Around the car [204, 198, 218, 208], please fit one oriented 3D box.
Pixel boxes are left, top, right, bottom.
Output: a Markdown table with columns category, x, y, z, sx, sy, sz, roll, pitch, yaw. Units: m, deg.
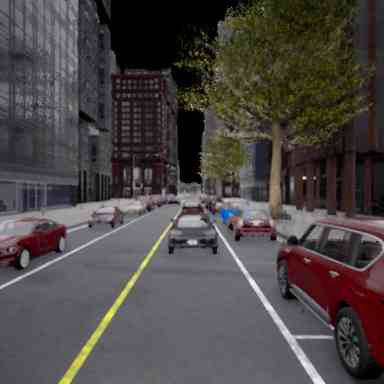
| category | x | y | z | sx | sy | sz | roll | pitch | yaw |
| --- | --- | --- | --- | --- | --- | --- | --- | --- | --- |
| car | 2.877 | 1.611 | 50.556 | 1.887 | 1.381 | 4.507 | 0 | 0 | 0 |

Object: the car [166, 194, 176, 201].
| category | x | y | z | sx | sy | sz | roll | pitch | yaw |
| --- | --- | --- | --- | --- | --- | --- | --- | --- | --- |
| car | -5.635 | 1.510 | 90.039 | 2.192 | 1.841 | 5.009 | 0 | 0 | 0 |

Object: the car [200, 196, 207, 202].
| category | x | y | z | sx | sy | sz | roll | pitch | yaw |
| --- | --- | --- | --- | --- | --- | --- | --- | --- | --- |
| car | 2.889 | 1.753 | 84.393 | 1.802 | 1.307 | 4.206 | 0 | 0 | 0 |

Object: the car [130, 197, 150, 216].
| category | x | y | z | sx | sy | sz | roll | pitch | yaw |
| --- | --- | --- | --- | --- | --- | --- | --- | --- | --- |
| car | -5.656 | 1.550 | 33.482 | 1.752 | 1.417 | 4.829 | 0 | 0 | 0 |

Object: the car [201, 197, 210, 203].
| category | x | y | z | sx | sy | sz | roll | pitch | yaw |
| --- | --- | --- | --- | --- | --- | --- | --- | --- | --- |
| car | 2.885 | 1.713 | 73.114 | 1.802 | 1.307 | 4.206 | 0 | 0 | 0 |

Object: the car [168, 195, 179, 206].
| category | x | y | z | sx | sy | sz | roll | pitch | yaw |
| --- | --- | --- | --- | --- | --- | --- | --- | --- | --- |
| car | -3.030 | 1.687 | 57.947 | 1.895 | 1.301 | 4.718 | 0 | 0 | 1 |

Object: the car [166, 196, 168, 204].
| category | x | y | z | sx | sy | sz | roll | pitch | yaw |
| --- | --- | --- | --- | --- | --- | --- | --- | --- | --- |
| car | -5.647 | 1.648 | 56.207 | 1.947 | 1.339 | 4.313 | 0 | 0 | 0 |

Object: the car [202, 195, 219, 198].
| category | x | y | z | sx | sy | sz | roll | pitch | yaw |
| --- | --- | --- | --- | --- | --- | --- | --- | --- | --- |
| car | 2.874 | 1.366 | 44.917 | 2.192 | 1.841 | 5.009 | 0 | 0 | 0 |

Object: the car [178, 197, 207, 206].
| category | x | y | z | sx | sy | sz | roll | pitch | yaw |
| --- | --- | --- | --- | --- | --- | --- | --- | --- | --- |
| car | 0.065 | 1.495 | 29.052 | 1.882 | 1.535 | 5.008 | 0 | 0 | 1 |

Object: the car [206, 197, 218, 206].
| category | x | y | z | sx | sy | sz | roll | pitch | yaw |
| --- | --- | --- | --- | --- | --- | --- | --- | --- | --- |
| car | 2.872 | 1.603 | 39.276 | 1.947 | 1.339 | 4.313 | 0 | 0 | 0 |

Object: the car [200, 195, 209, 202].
| category | x | y | z | sx | sy | sz | roll | pitch | yaw |
| --- | --- | --- | --- | --- | --- | --- | --- | --- | --- |
| car | 2.887 | 1.590 | 78.755 | 1.967 | 1.590 | 4.097 | 0 | 0 | 0 |

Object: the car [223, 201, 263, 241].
| category | x | y | z | sx | sy | sz | roll | pitch | yaw |
| --- | --- | --- | --- | --- | --- | --- | --- | --- | --- |
| car | 2.864 | 1.449 | 16.720 | 1.967 | 1.590 | 4.097 | 0 | 0 | 0 |

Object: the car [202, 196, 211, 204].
| category | x | y | z | sx | sy | sz | roll | pitch | yaw |
| --- | --- | --- | --- | --- | --- | --- | --- | --- | --- |
| car | 2.883 | 1.639 | 67.646 | 1.752 | 1.417 | 4.829 | 0 | 0 | 0 |

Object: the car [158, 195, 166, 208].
| category | x | y | z | sx | sy | sz | roll | pitch | yaw |
| --- | --- | --- | --- | --- | --- | --- | --- | --- | --- |
| car | -5.649 | 1.382 | 50.569 | 2.192 | 1.841 | 5.009 | 0 | 0 | 0 |

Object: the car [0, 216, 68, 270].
| category | x | y | z | sx | sy | sz | roll | pitch | yaw |
| --- | --- | --- | --- | --- | --- | --- | --- | --- | --- |
| car | -5.664 | 1.551 | 11.096 | 1.887 | 1.381 | 4.507 | 0 | 0 | 0 |

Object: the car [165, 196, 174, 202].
| category | x | y | z | sx | sy | sz | roll | pitch | yaw |
| --- | --- | --- | --- | --- | --- | --- | --- | --- | --- |
| car | -5.636 | 1.738 | 84.400 | 1.947 | 1.339 | 4.313 | 0 | 0 | 0 |

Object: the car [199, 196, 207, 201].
| category | x | y | z | sx | sy | sz | roll | pitch | yaw |
| --- | --- | --- | --- | --- | --- | --- | --- | --- | --- |
| car | 2.891 | 1.760 | 90.032 | 1.947 | 1.339 | 4.313 | 0 | 0 | 0 |

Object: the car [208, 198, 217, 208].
| category | x | y | z | sx | sy | sz | roll | pitch | yaw |
| --- | --- | --- | --- | --- | --- | --- | --- | --- | --- |
| car | 2.870 | 1.606 | 33.639 | 1.802 | 1.307 | 4.206 | 0 | 0 | 0 |

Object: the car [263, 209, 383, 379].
| category | x | y | z | sx | sy | sz | roll | pitch | yaw |
| --- | --- | --- | --- | --- | --- | --- | --- | --- | --- |
| car | 2.859 | 1.317 | 5.440 | 2.192 | 1.841 | 5.009 | 0 | 0 | 0 |

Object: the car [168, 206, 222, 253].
| category | x | y | z | sx | sy | sz | roll | pitch | yaw |
| --- | --- | --- | --- | --- | --- | --- | --- | --- | --- |
| car | 0.054 | 1.533 | 13.547 | 1.812 | 1.442 | 4.674 | 0 | 0 | 1 |

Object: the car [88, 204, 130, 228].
| category | x | y | z | sx | sy | sz | roll | pitch | yaw |
| --- | --- | --- | --- | --- | --- | --- | --- | --- | --- |
| car | -5.659 | 1.595 | 22.375 | 1.802 | 1.307 | 4.206 | 0 | 0 | 0 |

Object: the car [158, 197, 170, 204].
| category | x | y | z | sx | sy | sz | roll | pitch | yaw |
| --- | --- | --- | --- | --- | --- | --- | --- | --- | --- |
| car | -5.642 | 1.658 | 67.484 | 1.887 | 1.381 | 4.507 | 0 | 0 | 0 |

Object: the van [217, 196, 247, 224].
| category | x | y | z | sx | sy | sz | roll | pitch | yaw |
| --- | --- | --- | --- | --- | --- | --- | --- | --- | --- |
| van | 2.866 | 1.353 | 22.359 | 1.690 | 1.788 | 3.998 | 0 | 0 | 0 |

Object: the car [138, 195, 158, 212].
| category | x | y | z | sx | sy | sz | roll | pitch | yaw |
| --- | --- | --- | --- | --- | --- | --- | --- | --- | --- |
| car | -5.654 | 1.353 | 39.290 | 2.192 | 1.841 | 5.009 | 0 | 0 | 0 |
